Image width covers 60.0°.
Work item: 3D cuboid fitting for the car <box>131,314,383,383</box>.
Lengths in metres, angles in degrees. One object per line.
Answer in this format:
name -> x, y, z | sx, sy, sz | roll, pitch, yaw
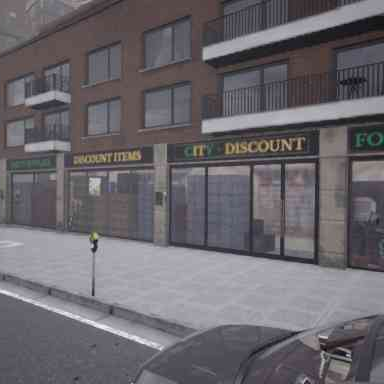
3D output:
car -> 1.447, 1.551, 2.040 | 4.403, 1.369, 2.008 | 0, 1, 35
